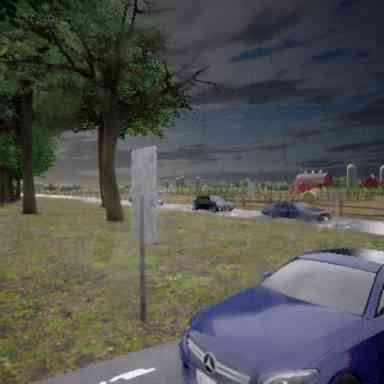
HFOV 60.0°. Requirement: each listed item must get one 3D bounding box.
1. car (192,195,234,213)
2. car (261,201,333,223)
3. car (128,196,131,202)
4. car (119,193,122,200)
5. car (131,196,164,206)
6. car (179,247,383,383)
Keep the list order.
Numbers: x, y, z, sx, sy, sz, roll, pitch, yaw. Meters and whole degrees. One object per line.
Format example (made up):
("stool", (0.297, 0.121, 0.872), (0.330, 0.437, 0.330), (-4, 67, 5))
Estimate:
("car", (2.021, 1.067, 32.776), (2.097, 1.767, 4.553), (-1, 1, -36))
("car", (7.664, 1.419, 24.960), (2.033, 1.411, 5.357), (-1, 1, -36))
("car", (-8.380, 0.944, 52.151), (1.994, 1.385, 4.181), (-1, 1, -35))
("car", (-14.295, 0.745, 60.250), (2.128, 1.511, 4.902), (-1, 1, -36))
("car", (-5.476, 1.018, 43.189), (2.128, 1.511, 4.902), (-1, 1, -36))
("car", (2.045, 1.548, 4.462), (4.674, 1.442, 1.812), (0, 0, -35))
